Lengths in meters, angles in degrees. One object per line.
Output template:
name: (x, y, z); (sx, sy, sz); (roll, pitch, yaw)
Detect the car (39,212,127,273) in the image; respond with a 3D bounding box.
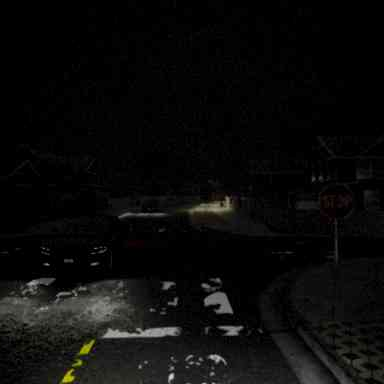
car: (-3.298, 1.465, 10.898); (1.882, 1.535, 5.008); (0, 0, -4)

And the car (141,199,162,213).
car: (-4.384, 1.509, 36.594); (1.837, 1.490, 4.892); (0, 0, 1)
